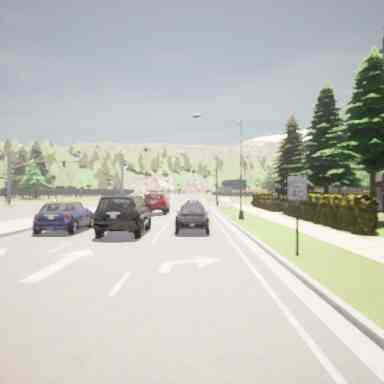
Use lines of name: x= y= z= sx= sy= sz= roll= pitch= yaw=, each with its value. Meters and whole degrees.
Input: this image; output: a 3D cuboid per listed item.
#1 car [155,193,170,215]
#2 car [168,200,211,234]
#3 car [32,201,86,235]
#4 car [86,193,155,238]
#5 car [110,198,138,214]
car: x=-3.416 y=1.115 z=32.912 sx=2.150 sy=2.045 sz=5.566 roll=0 pitch=0 yaw=1
car: x=0.029 y=1.433 z=18.795 sx=2.128 sy=1.511 sz=4.902 roll=0 pitch=0 yaw=0
car: x=-6.971 y=1.292 z=18.605 sx=2.097 sy=1.767 sz=4.553 roll=0 pitch=0 yaw=0
car: x=-3.474 y=1.168 z=17.424 sx=2.150 sy=2.045 sz=5.566 roll=0 pitch=0 yaw=0
car: x=-6.902 y=1.395 z=34.113 sx=1.837 sy=1.490 sz=4.892 roll=0 pitch=0 yaw=0
